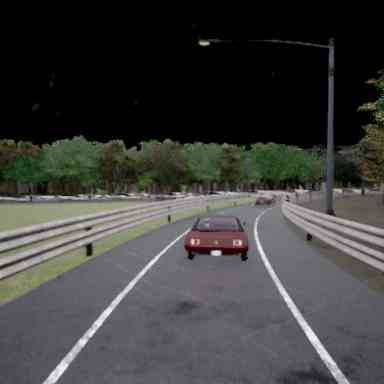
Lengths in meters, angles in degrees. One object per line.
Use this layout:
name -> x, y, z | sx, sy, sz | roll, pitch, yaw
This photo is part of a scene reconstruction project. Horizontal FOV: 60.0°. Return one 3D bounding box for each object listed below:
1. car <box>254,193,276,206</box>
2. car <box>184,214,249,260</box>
car -> 9.149, 0.908, 41.060 | 1.812, 1.442, 4.674 | 0, 1, 24
car -> 0.957, 1.427, 11.703 | 1.895, 1.301, 4.718 | 0, 1, 7
